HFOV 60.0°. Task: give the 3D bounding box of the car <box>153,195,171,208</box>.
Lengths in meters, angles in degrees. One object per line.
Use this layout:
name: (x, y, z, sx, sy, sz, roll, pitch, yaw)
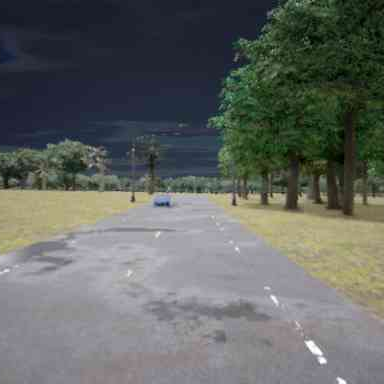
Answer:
car: (-3.599, 1.111, 40.820, 1.882, 1.535, 5.008, 0, 1, 0)
